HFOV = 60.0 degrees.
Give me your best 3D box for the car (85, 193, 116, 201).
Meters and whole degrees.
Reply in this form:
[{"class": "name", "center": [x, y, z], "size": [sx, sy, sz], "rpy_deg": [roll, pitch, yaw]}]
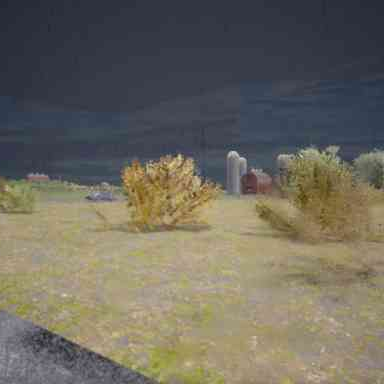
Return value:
[{"class": "car", "center": [-15.126, 0.823, 55.212], "size": [2.033, 1.411, 5.357], "rpy_deg": [1, 0, 36]}]
